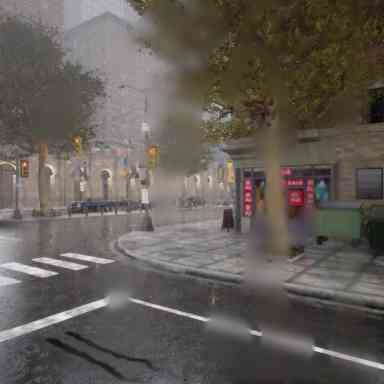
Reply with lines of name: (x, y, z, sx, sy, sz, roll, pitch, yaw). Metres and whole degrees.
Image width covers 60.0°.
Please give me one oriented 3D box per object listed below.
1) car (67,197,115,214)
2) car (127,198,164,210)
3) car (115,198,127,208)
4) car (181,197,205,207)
car: (-10.931, 1.352, 35.423, 2.097, 1.767, 4.553, 0, 0, 36)
car: (-5.639, 1.505, 42.739, 1.837, 1.490, 4.892, 0, 0, 36)
car: (-10.121, 1.595, 47.893, 1.895, 1.301, 4.718, 0, 0, 36)
car: (0.183, 1.505, 50.778, 1.837, 1.490, 4.892, 0, 0, 36)
